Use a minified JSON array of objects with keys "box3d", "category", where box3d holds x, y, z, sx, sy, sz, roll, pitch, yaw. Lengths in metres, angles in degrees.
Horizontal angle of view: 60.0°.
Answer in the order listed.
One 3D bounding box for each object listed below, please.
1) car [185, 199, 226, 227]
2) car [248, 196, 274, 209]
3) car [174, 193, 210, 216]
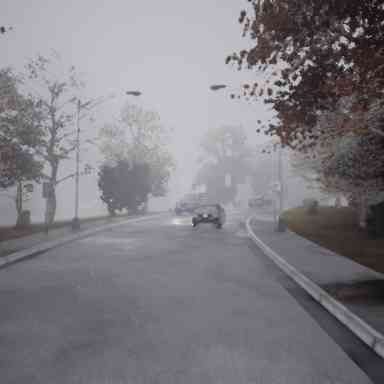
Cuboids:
[{"box3d":[1.221,1.452,22.253,2.033,1.411,5.357,-1,0,10],"category":"car"},{"box3d":[8.438,1.187,40.327,2.128,1.511,4.902,-3,-1,32],"category":"car"},{"box3d":[0.216,1.137,31.775,2.150,2.045,5.566,-2,0,21],"category":"car"}]
